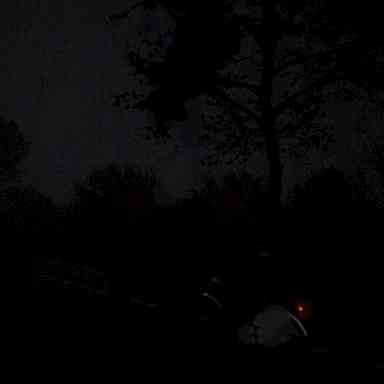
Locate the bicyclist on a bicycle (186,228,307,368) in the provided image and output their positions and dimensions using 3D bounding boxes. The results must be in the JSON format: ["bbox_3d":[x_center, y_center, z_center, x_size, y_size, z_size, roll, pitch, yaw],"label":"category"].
[{"bbox_3d":[0.642,1.367,4.596,1.843,1.776,0.659,0,0,35],"label":"bicyclist on a bicycle"}]
